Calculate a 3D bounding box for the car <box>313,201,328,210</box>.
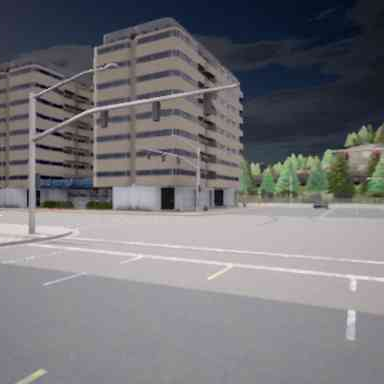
[{"bbox_3d":[21.091,2.139,54.462,1.994,1.385,4.181,0,-1,27],"label":"car"}]
